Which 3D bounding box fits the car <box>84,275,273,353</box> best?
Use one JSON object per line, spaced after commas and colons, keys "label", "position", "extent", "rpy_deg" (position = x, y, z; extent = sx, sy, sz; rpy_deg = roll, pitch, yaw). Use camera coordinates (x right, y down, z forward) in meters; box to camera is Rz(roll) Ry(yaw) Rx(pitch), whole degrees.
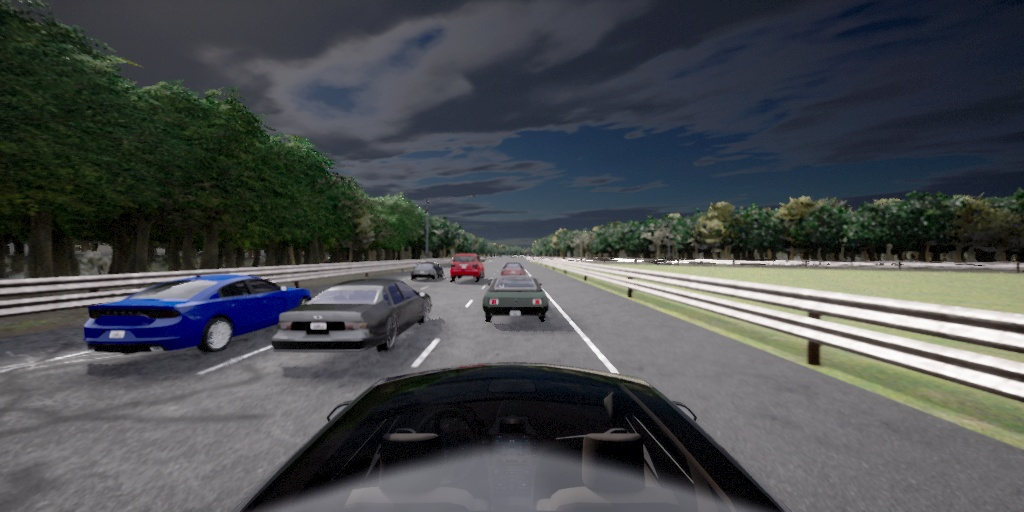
{"label": "car", "position": [-6.909, 1.183, 8.740], "extent": [1.882, 1.535, 5.008], "rpy_deg": [0, 1, 0]}

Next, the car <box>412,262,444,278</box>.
{"label": "car", "position": [-6.896, 1.201, 29.557], "extent": [1.994, 1.385, 4.181], "rpy_deg": [0, 0, 0]}

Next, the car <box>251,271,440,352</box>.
{"label": "car", "position": [-3.398, 1.266, 8.805], "extent": [2.033, 1.411, 5.357], "rpy_deg": [0, 0, 0]}

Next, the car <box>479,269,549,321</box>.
{"label": "car", "position": [0.101, 1.305, 12.243], "extent": [1.895, 1.301, 4.718], "rpy_deg": [0, 0, 0]}

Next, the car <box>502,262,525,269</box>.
{"label": "car", "position": [0.104, 1.201, 29.521], "extent": [1.994, 1.385, 4.181], "rpy_deg": [0, 0, 0]}

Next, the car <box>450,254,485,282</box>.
{"label": "car", "position": [-3.398, 0.864, 27.978], "extent": [2.150, 2.045, 5.566], "rpy_deg": [0, 0, 0]}
